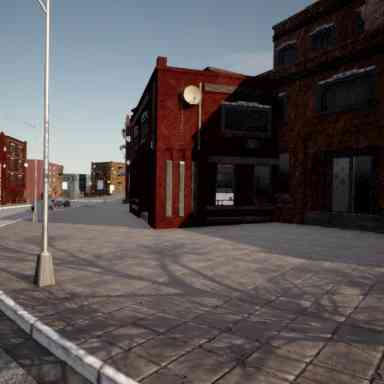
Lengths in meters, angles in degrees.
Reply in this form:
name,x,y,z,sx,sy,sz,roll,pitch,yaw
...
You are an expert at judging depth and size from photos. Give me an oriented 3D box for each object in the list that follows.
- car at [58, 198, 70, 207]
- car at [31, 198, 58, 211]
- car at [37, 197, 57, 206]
name,x,y,z,sx,sy,sz,roll,pitch,yaw
car,-20.975,1.694,53.692,1.812,1.442,4.674,1,0,-9
car,-19.126,1.684,42.751,1.994,1.385,4.181,1,0,-9
car,-25.272,1.688,58.205,2.033,1.411,5.357,1,0,-9
